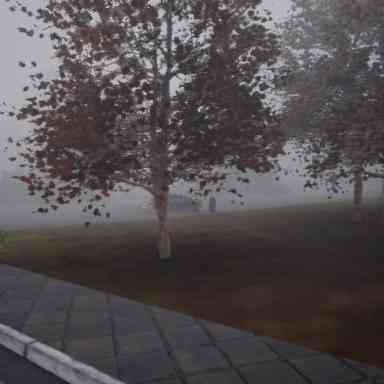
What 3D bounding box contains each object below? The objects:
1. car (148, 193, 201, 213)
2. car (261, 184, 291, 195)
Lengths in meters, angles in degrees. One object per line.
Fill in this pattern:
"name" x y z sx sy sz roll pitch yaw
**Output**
"car" -1.394 0.881 28.841 4.892 1.490 1.837 -2 2 -36
"car" 12.531 -0.370 49.557 4.892 1.490 1.837 -2 2 -26
